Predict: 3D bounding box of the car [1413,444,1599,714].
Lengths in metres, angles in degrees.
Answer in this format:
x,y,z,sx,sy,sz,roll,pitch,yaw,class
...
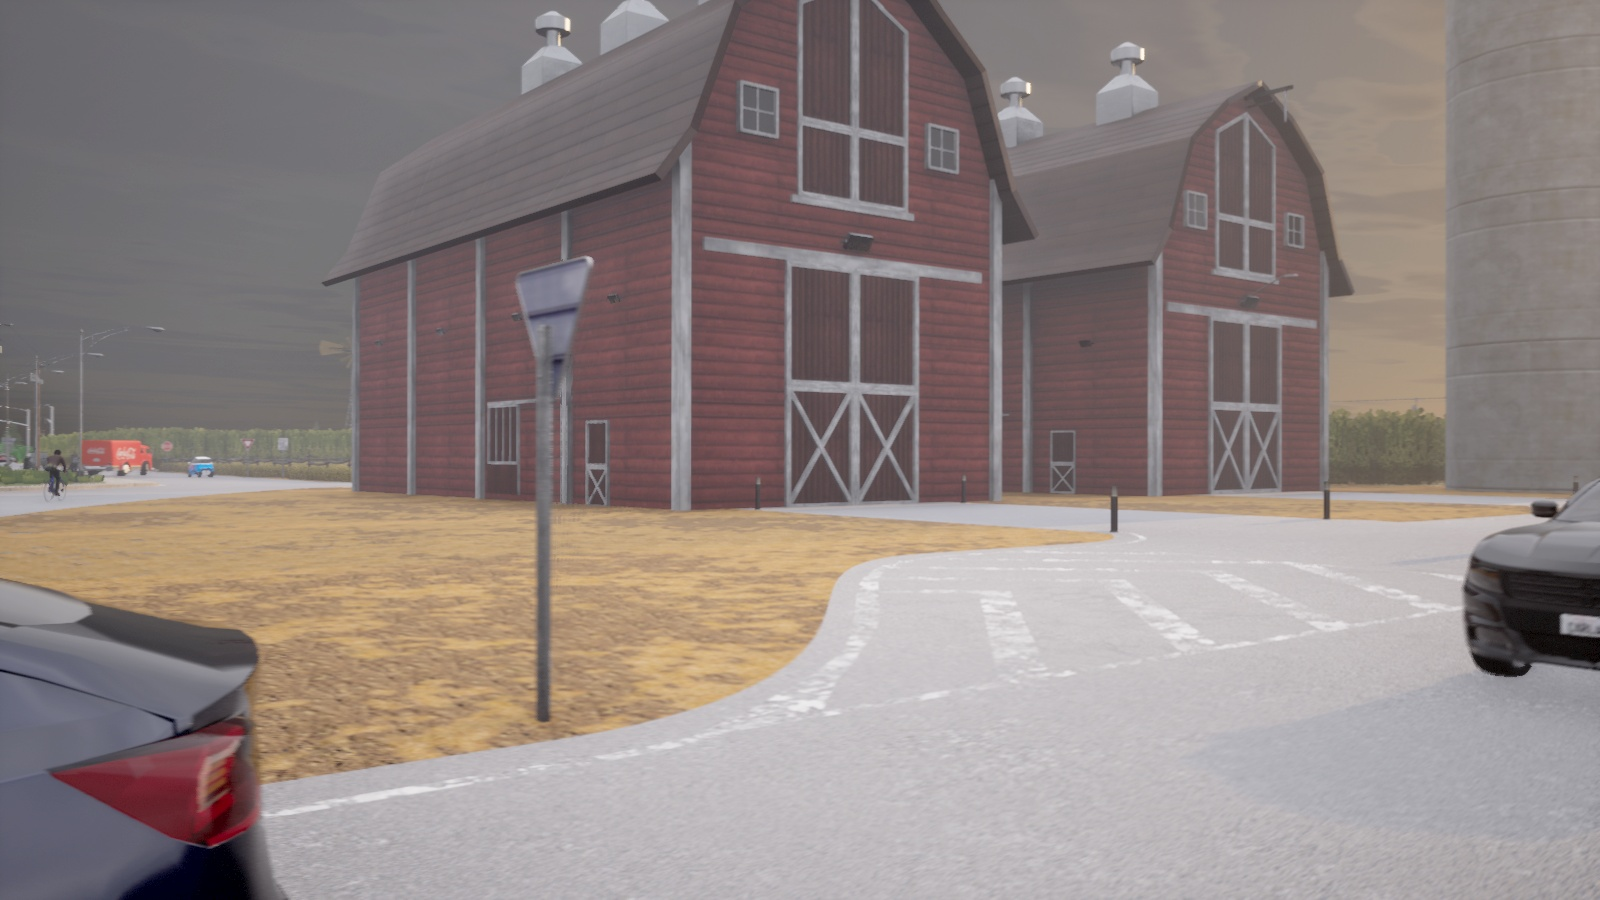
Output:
x,y,z,sx,sy,sz,roll,pitch,yaw,class
6.450,0.733,8.754,5.008,1.535,1.882,0,0,-38,car

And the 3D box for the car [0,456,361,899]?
x,y,z,sx,sy,sz,roll,pitch,yaw,class
-3.220,0.755,1.285,4.792,1.488,2.163,0,0,-38,car

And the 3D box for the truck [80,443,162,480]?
x,y,z,sx,sy,sz,roll,pitch,yaw,class
-47.188,0.765,87.370,2.627,2.467,5.204,1,0,4,truck

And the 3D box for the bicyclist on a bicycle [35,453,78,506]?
x,y,z,sx,sy,sz,roll,pitch,yaw,class
-23.053,0.906,38.958,0.582,1.620,1.656,0,-1,-10,bicyclist on a bicycle

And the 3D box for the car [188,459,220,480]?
x,y,z,sx,sy,sz,roll,pitch,yaw,class
-39.011,1.274,82.212,1.481,1.376,2.207,0,0,-38,car
